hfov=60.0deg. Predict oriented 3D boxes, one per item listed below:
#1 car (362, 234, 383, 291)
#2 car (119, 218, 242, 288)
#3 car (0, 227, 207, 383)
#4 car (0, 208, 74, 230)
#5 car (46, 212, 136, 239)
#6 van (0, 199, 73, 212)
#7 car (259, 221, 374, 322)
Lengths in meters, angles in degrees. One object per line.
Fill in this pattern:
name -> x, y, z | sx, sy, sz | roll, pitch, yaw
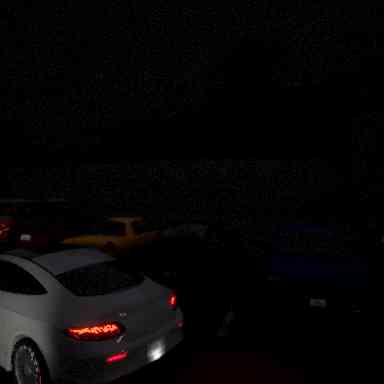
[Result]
car -> 5.066, 1.241, 5.904 | 2.435, 2.045, 5.566 | 0, -1, 15
car -> 0.200, 1.492, 9.329 | 2.231, 1.521, 4.892 | 0, -1, 15
car -> -2.269, 1.526, 4.995 | 4.674, 1.442, 1.812 | 0, 0, 35
car -> -4.649, 1.526, 12.825 | 2.163, 1.488, 4.792 | 0, -1, 15
car -> -2.177, 1.492, 11.245 | 1.946, 1.575, 5.366 | 0, -1, 15
van -> -7.109, 1.272, 14.417 | 1.878, 1.987, 4.442 | 0, -1, 16
car -> 2.638, 1.490, 7.606 | 2.097, 1.535, 5.008 | 1, -1, 15
